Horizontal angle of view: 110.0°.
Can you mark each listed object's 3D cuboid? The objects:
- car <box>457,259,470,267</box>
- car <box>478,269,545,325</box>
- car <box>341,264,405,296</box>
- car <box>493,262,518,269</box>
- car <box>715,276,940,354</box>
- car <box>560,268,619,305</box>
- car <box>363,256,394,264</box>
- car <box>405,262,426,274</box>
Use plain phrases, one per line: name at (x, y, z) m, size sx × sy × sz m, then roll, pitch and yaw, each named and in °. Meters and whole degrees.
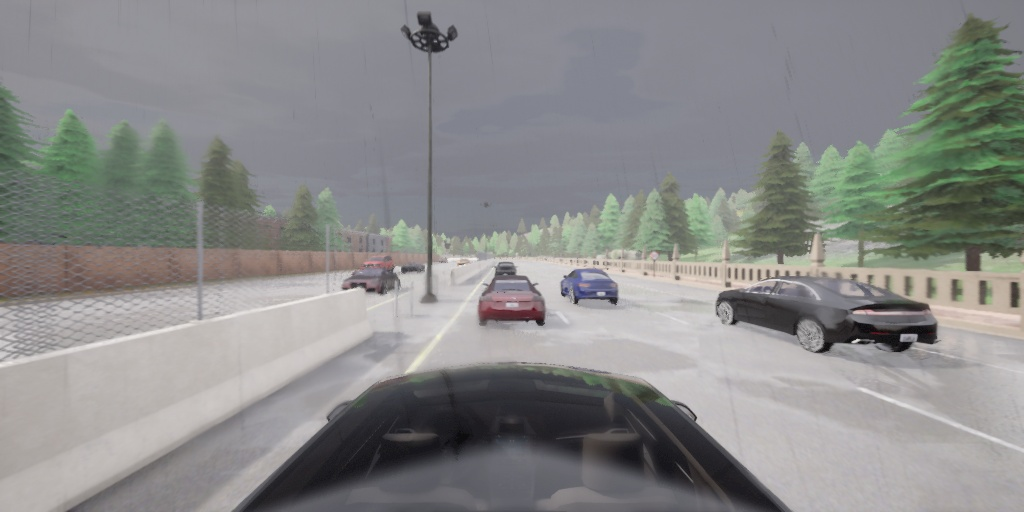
car at (-8.416, 1.232, 62.532) m, size 1.882 × 1.535 × 5.008 m, roll 0°, pitch 0°, yaw -1°
car at (-0.045, 1.315, 11.869) m, size 1.994 × 1.385 × 4.181 m, roll 0°, pitch 0°, yaw -1°
car at (-7.428, 1.316, 19.176) m, size 1.994 × 1.385 × 4.181 m, roll 0°, pitch 0°, yaw -2°
car at (-0.555, 1.257, 31.417) m, size 1.837 × 1.490 × 4.892 m, roll 0°, pitch 0°, yaw -1°
car at (7.024, 1.243, 8.802) m, size 2.128 × 1.511 × 4.902 m, roll 0°, pitch 0°, yaw -1°
car at (3.335, 1.277, 16.015) m, size 1.812 × 1.442 × 4.674 m, roll 0°, pitch 0°, yaw -2°
car at (-14.964, 0.974, 40.430) m, size 2.150 × 2.045 × 5.566 m, roll 0°, pitch 0°, yaw -1°
car at (-11.500, 1.353, 42.113) m, size 1.895 × 1.301 × 4.718 m, roll 0°, pitch 0°, yaw -1°
